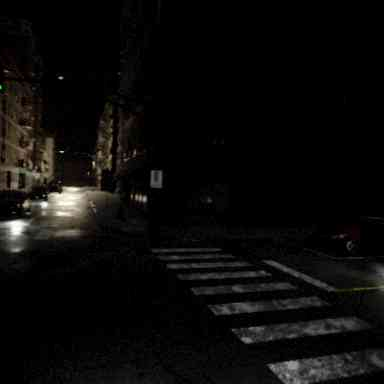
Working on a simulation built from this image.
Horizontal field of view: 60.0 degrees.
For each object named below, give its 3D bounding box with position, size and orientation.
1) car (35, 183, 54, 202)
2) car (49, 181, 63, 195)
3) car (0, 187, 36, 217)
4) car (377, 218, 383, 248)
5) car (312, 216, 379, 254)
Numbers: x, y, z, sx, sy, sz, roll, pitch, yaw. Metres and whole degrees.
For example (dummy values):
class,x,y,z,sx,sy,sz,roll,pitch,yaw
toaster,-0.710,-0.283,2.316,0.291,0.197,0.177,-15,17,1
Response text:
class,x,y,z,sx,sy,sz,roll,pitch,yaw
car,-15.919,0.177,34.855,1.837,1.490,4.892,2,2,-18
car,-21.759,-0.673,52.742,2.150,2.045,5.566,2,1,-18
car,-11.130,0.625,20.407,1.882,1.535,5.008,2,2,-18
car,9.478,1.430,11.278,5.566,2.045,2.150,2,1,-18
car,6.819,1.629,13.132,4.206,1.307,1.802,2,1,-18
